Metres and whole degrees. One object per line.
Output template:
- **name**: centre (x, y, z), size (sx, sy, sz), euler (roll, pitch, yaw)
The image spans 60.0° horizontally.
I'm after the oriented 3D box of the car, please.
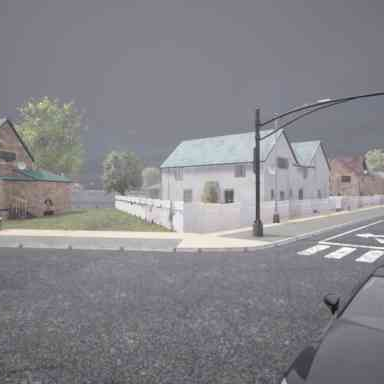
- **car**: centre (2.565, 1.524, 3.471), size (1.812, 1.442, 4.674), euler (0, 0, 42)
